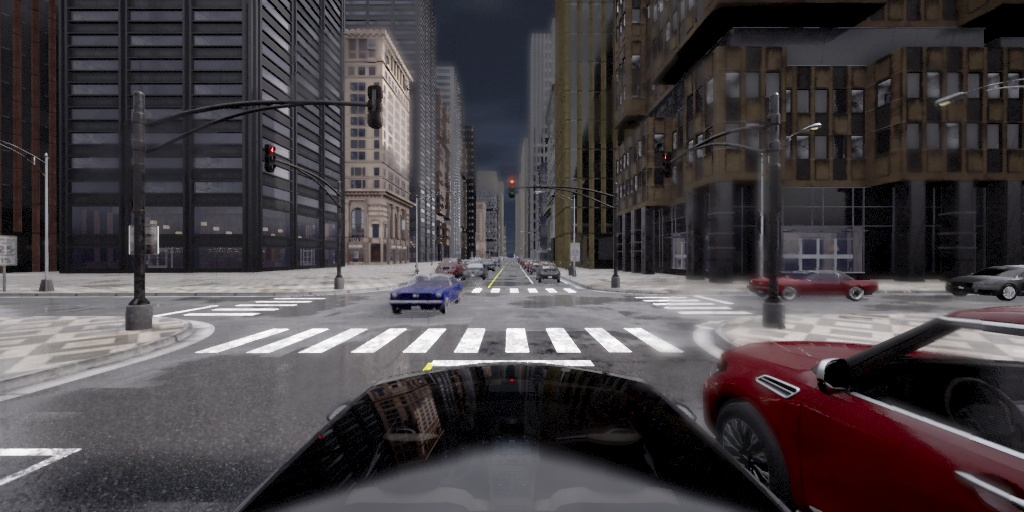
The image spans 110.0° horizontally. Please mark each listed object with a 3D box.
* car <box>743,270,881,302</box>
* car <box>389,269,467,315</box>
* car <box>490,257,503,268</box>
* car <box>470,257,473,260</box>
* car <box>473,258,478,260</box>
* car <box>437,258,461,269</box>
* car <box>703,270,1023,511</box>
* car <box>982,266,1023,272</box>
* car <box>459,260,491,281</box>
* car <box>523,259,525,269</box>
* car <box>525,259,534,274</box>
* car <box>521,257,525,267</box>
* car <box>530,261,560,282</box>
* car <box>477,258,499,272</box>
[{"bbox_3d":[13.524,1.314,16.361,4.718,1.301,1.895,0,0,0],"label":"car"},{"bbox_3d":[-3.097,1.356,13.762,1.895,1.301,4.718,0,0,0],"label":"car"},{"bbox_3d":[-2.984,1.327,62.043,1.994,1.385,4.181,0,0,0],"label":"car"},{"bbox_3d":[-5.749,1.194,39.464,1.967,1.591,4.097,0,0,0],"label":"car"},{"bbox_3d":[-5.747,1.321,45.105,1.948,1.339,4.313,0,0,0],"label":"car"},{"bbox_3d":[-5.751,1.067,33.822,2.192,1.841,5.009,0,0,0],"label":"car"},{"bbox_3d":[2.762,1.065,1.215,2.192,1.841,5.009,0,0,0],"label":"car"},{"bbox_3d":[22.959,1.197,16.404,4.892,1.490,1.837,0,0,0],"label":"car"},{"bbox_3d":[-3.098,1.277,30.719,1.812,1.442,4.674,0,0,0],"label":"car"},{"bbox_3d":[2.778,1.300,45.110,1.888,1.381,4.507,0,0,0],"label":"car"},{"bbox_3d":[2.776,1.304,39.469,2.007,1.370,4.403,0,0,0],"label":"car"},{"bbox_3d":[2.782,1.199,56.391,1.967,1.591,4.097,0,0,0],"label":"car"},{"bbox_3d":[2.772,1.302,28.188,2.007,1.370,4.403,0,0,0],"label":"car"},{"bbox_3d":[-3.079,1.303,46.196,2.033,1.411,5.357,0,0,0],"label":"car"}]
